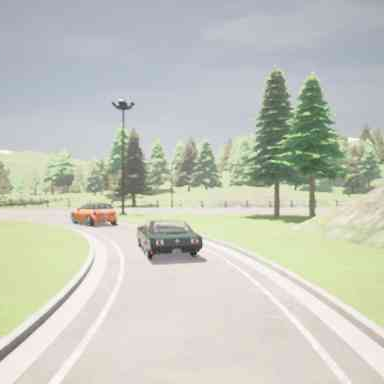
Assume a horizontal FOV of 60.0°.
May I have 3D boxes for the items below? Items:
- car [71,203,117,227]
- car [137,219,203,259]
[{"bbox_3d":[-7.629,1.603,25.631,2.097,1.767,4.553,0,-1,-40],"label":"car"},{"bbox_3d":[-1.098,1.731,13.368,1.895,1.301,4.718,0,-1,-15],"label":"car"}]
